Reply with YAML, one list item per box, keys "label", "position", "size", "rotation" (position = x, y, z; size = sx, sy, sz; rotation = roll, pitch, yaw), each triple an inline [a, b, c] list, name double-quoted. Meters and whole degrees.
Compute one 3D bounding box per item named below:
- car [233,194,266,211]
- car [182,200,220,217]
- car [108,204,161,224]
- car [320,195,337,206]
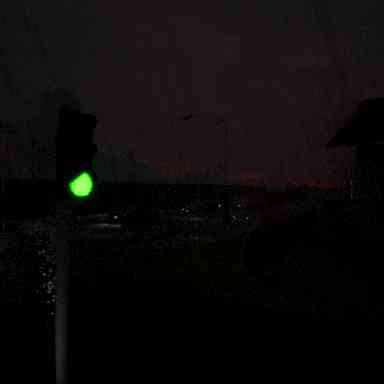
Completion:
- label: "car"
  position: [7.093, 1.238, 40.731]
  size: [2.150, 2.045, 5.566]
  rotation: [0, 0, 36]
- label: "car"
  position: [0.963, 1.522, 32.144]
  size: [1.837, 1.490, 4.892]
  rotation: [0, 0, 35]
- label: "car"
  position: [-4.194, 1.581, 24.904]
  size: [1.994, 1.385, 4.181]
  rotation: [0, 0, 35]
- label: "car"
  position: [23.115, 1.365, 56.021]
  size: [2.097, 1.767, 4.553]
  rotation: [0, 0, 35]
